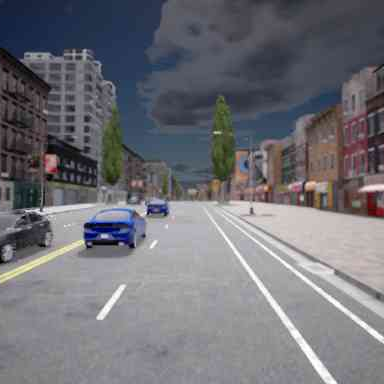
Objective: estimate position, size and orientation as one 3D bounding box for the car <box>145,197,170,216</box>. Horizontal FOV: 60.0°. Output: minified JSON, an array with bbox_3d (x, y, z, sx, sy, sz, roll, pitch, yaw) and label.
[{"bbox_3d":[-3.141,1.419,31.652,1.882,1.535,5.008,0,0,0],"label":"car"}]

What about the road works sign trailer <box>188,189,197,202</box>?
[{"bbox_3d":[0.028,0.894,87.365,2.380,3.560,2.880,0,-1,0],"label":"road works sign trailer"}]

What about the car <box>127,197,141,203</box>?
[{"bbox_3d":[-9.780,1.570,56.270,1.812,1.442,4.674,0,0,1],"label":"car"}]

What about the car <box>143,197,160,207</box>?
[{"bbox_3d":[-6.532,1.576,54.444,2.033,1.411,5.357,0,0,1],"label":"car"}]

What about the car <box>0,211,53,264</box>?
[{"bbox_3d":[-6.596,1.470,11.761,1.837,1.490,4.892,0,0,0],"label":"car"}]

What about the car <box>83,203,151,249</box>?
[{"bbox_3d":[-3.146,1.438,14.457,1.882,1.535,5.008,0,0,0],"label":"car"}]
